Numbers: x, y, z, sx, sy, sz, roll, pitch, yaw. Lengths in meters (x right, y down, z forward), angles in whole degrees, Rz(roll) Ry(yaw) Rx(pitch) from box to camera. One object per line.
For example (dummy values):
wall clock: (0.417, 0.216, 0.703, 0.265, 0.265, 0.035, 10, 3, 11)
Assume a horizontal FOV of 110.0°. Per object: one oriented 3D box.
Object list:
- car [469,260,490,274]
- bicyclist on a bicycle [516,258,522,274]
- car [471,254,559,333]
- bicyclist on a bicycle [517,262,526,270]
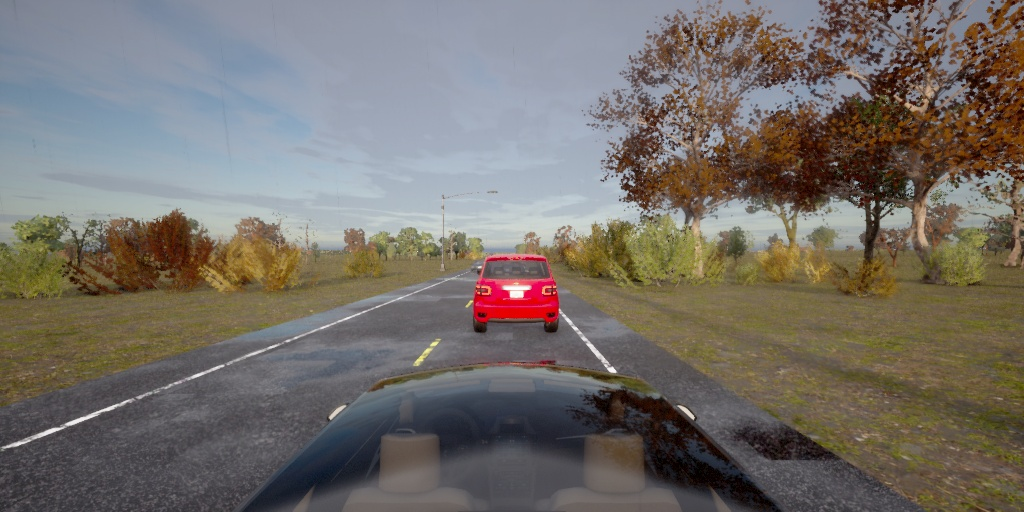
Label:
car: (-3.785, 1.227, 42.624, 2.128, 1.511, 4.902, 0, 0, 0)
bicyclist on a bicycle: (0.802, 1.106, 40.086, 0.659, 1.776, 1.843, 0, 0, 0)
car: (0.083, 0.968, 10.894, 2.150, 2.045, 5.566, 0, 0, -1)
bicyclist on a bicycle: (0.873, 1.109, 30.073, 0.659, 1.776, 1.843, 0, 0, 0)
